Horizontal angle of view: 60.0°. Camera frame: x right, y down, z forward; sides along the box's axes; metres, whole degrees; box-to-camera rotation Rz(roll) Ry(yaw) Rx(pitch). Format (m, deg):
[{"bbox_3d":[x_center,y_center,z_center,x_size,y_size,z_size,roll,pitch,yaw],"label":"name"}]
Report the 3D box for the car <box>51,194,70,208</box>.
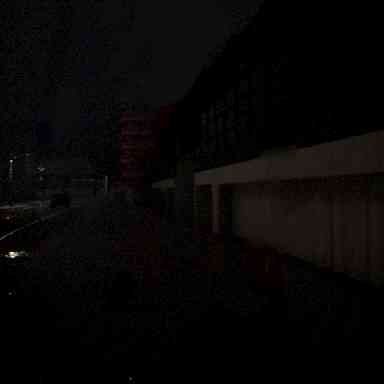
[{"bbox_3d":[-19.425,1.266,49.262,2.150,2.045,5.566,-1,0,-14],"label":"car"}]
